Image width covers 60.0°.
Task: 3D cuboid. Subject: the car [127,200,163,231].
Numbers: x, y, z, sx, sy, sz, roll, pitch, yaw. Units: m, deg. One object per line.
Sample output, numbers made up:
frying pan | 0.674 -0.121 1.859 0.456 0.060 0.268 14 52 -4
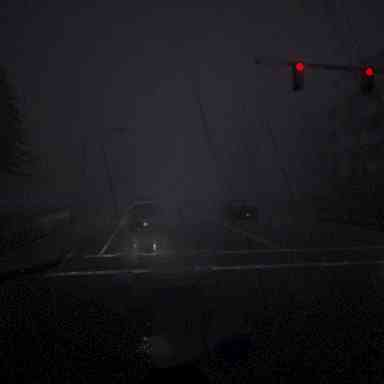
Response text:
car | -2.899 1.491 20.594 2.128 1.511 4.902 0 0 -8

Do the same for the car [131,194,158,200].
car | -4.385 1.219 30.745 2.150 2.045 5.566 0 0 -8

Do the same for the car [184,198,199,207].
car | -0.112 1.547 50.752 2.033 1.411 5.357 0 0 -8

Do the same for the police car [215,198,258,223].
police car | 3.502 1.425 25.835 1.930 1.638 5.238 0 0 -8

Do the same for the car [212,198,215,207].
car | 4.037 1.547 50.358 2.033 1.411 5.357 0 0 -1
